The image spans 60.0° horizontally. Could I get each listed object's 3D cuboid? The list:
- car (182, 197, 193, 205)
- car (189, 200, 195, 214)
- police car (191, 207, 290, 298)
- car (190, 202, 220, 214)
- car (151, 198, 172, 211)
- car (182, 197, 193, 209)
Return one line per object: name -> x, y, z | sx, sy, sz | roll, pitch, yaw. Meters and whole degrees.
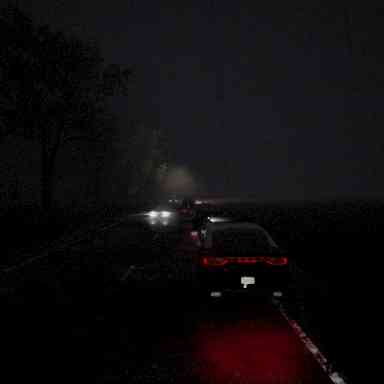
car -> -0.807, 1.631, 61.882 | 1.994, 1.385, 4.181 | 0, 0, -1
car -> 0.886, 1.543, 24.623 | 1.812, 1.442, 4.674 | 0, 0, -1
police car -> 1.017, 1.429, 8.718 | 1.930, 1.638, 5.238 | 0, 0, 0
car -> 0.945, 1.516, 18.618 | 1.837, 1.490, 4.892 | 0, 0, -1
car -> -3.906, 1.637, 41.194 | 1.895, 1.301, 4.718 | 0, 0, -1
car -> -0.468, 1.645, 46.916 | 1.895, 1.301, 4.718 | 0, 0, -1
